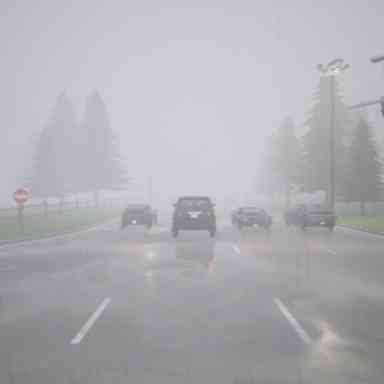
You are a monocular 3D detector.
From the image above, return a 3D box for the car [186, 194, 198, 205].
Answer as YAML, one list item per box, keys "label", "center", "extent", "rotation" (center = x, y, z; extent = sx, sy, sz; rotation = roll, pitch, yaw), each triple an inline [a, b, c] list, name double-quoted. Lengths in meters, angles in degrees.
- label: "car"
  center: [0.017, 1.354, 60.383]
  extent: [2.097, 1.767, 4.553]
  rotation: [0, 0, 0]

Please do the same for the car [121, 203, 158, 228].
- label: "car"
  center: [-3.394, 1.506, 22.046]
  extent: [1.837, 1.490, 4.892]
  rotation: [0, 0, 0]

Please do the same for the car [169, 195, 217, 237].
- label: "car"
  center: [0.105, 1.222, 18.323]
  extent: [2.150, 2.045, 5.566]
  rotation: [0, 0, 0]

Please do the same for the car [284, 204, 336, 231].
- label: "car"
  center: [7.106, 1.492, 20.539]
  extent: [2.128, 1.511, 4.902]
  rotation: [0, 0, 0]

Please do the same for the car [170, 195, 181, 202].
- label: "car"
  center: [-3.480, 1.375, 70.417]
  extent: [2.033, 1.411, 5.357]
  rotation: [0, 0, 0]

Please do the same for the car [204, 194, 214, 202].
- label: "car"
  center: [3.520, 1.313, 70.415]
  extent: [1.882, 1.535, 5.008]
  rotation: [0, 0, 0]

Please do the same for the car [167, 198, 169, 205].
- label: "car"
  center: [-3.483, 1.550, 59.997]
  extent: [2.033, 1.411, 5.357]
  rotation: [0, 0, 0]

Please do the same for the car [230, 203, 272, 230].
- label: "car"
  center: [3.606, 1.601, 21.031]
  extent: [1.895, 1.301, 4.718]
  rotation: [0, 0, 0]

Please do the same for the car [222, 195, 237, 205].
- label: "car"
  center: [7.017, 1.566, 60.377]
  extent: [1.994, 1.385, 4.181]
  rotation: [0, 0, 0]
